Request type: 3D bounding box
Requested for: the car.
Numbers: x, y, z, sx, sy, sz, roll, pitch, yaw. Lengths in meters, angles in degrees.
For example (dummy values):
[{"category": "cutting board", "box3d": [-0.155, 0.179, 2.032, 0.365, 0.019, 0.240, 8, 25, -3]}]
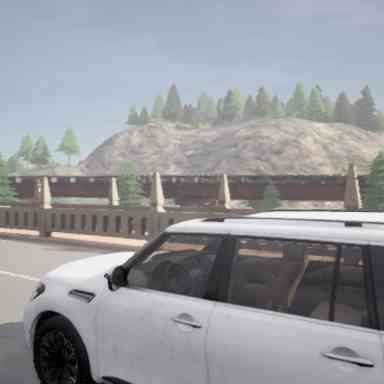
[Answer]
[{"category": "car", "box3d": [0.626, 1.205, 3.368, 5.566, 2.045, 2.150, 0, 0, 34]}]
